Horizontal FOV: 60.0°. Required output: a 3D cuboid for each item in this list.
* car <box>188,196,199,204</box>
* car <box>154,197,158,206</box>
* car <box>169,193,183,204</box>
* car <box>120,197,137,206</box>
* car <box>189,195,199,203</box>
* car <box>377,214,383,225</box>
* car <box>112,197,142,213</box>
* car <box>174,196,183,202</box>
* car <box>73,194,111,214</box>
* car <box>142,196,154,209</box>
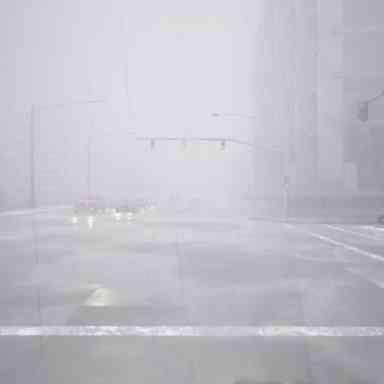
[{"bbox_3d":[0.431,1.545,65.003,1.812,1.442,4.674,0,0,1],"label":"car"},{"bbox_3d":[-6.873,1.508,56.682,2.128,1.511,4.902,0,0,1],"label":"car"},{"bbox_3d":[-3.163,1.241,64.885,2.150,2.045,5.566,0,0,1],"label":"car"},{"bbox_3d":[-10.414,1.542,55.005,1.812,1.442,4.674,0,0,1],"label":"car"},{"bbox_3d":[0.508,1.546,75.177,2.128,1.511,4.902,0,0,1],"label":"car"},{"bbox_3d":[13.956,1.570,20.706,4.181,1.385,1.994,0,0,0],"label":"car"},{"bbox_3d":[-7.196,1.575,37.268,1.994,1.385,4.181,0,0,1],"label":"car"},{"bbox_3d":[-2.989,1.533,75.528,1.895,1.301,4.718,0,0,1],"label":"car"},{"bbox_3d":[-10.726,1.232,35.328,2.150,2.045,5.566,0,0,1],"label":"car"},{"bbox_3d":[-7.045,1.561,46.510,2.033,1.411,5.357,0,0,2],"label":"car"}]
